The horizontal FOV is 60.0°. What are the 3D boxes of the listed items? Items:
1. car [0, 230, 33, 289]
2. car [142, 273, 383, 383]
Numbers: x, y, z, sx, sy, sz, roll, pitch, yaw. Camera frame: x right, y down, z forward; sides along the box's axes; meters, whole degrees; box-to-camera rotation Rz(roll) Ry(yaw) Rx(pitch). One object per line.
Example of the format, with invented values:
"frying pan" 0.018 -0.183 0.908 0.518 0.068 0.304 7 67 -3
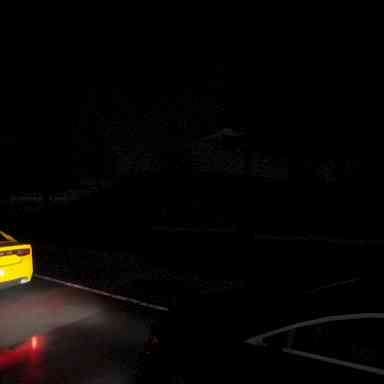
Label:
"car" -5.867 1.468 8.023 5.008 1.535 1.882 0 0 35
"car" 1.732 1.492 2.772 4.902 1.511 2.128 0 0 35
